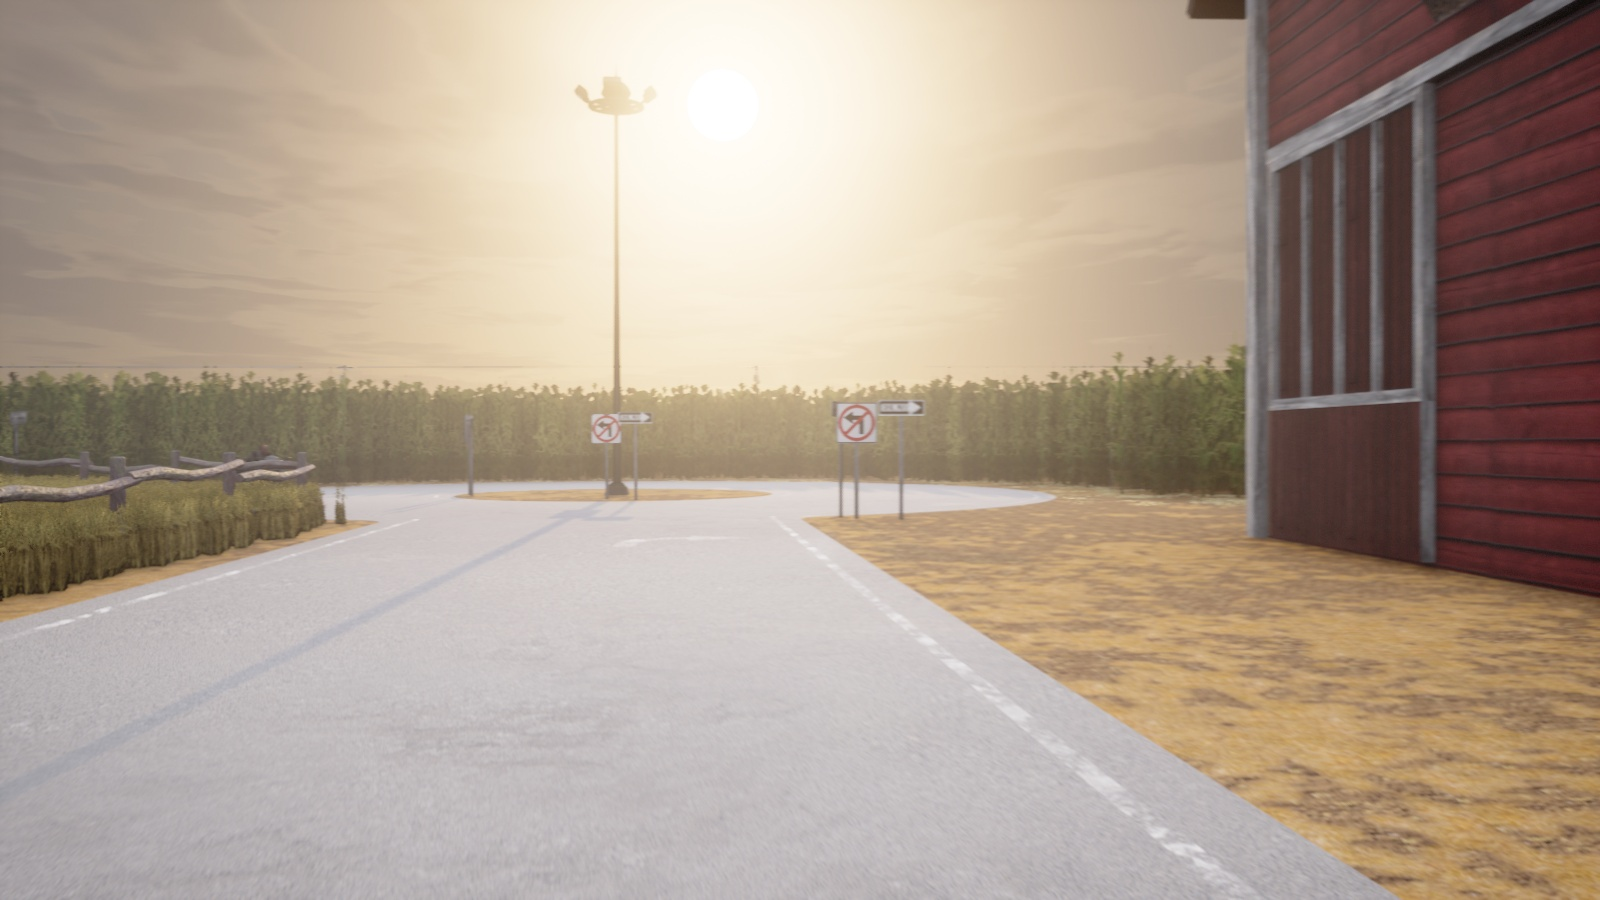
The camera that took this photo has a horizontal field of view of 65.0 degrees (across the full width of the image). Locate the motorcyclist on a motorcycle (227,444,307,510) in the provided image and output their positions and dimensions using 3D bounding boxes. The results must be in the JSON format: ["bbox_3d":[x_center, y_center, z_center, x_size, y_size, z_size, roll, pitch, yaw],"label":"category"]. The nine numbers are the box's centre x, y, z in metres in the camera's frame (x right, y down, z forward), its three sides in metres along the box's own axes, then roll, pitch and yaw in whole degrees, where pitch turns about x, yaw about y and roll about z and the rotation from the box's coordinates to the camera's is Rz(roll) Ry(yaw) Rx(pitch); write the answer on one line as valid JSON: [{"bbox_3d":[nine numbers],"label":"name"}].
[{"bbox_3d":[-12.691,0.616,29.874,2.191,1.530,0.866,0,0,41],"label":"motorcyclist on a motorcycle"}]
